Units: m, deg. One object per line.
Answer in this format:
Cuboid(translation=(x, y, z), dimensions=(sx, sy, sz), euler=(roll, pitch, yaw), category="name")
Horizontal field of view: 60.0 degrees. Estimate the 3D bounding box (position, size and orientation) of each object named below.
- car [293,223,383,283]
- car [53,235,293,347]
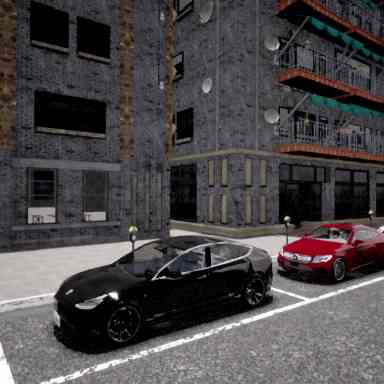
Cuboid(translation=(4.303, 1.585, 9.662), dimensions=(4.206, 1.307, 1.802), euler=(0, 0, -36), category="car")
Cuboid(translation=(-0.294, 1.566, 6.356), dimensions=(4.313, 1.339, 1.947), euler=(0, 0, -36), category="car")
